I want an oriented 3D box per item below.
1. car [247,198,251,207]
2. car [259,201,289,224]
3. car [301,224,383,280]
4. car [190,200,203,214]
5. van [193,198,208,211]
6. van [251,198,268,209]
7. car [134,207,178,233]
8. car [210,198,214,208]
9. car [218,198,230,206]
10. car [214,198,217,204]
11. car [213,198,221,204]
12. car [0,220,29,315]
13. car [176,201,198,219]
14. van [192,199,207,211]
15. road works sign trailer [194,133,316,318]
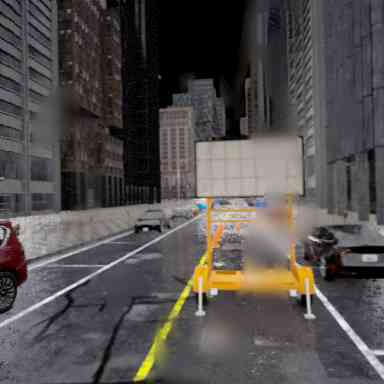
[{"bbox_3d":[11.338,2.043,60.068,1.802,1.307,4.206,-2,-1,8],"label":"car"},{"bbox_3d":[6.721,1.712,26.542,1.887,1.381,4.507,-2,-1,8],"label":"car"},{"bbox_3d":[4.413,1.586,9.779,1.947,1.339,4.313,-2,-1,8],"label":"car"},{"bbox_3d":[-0.208,1.987,38.706,1.752,1.417,4.829,-2,-1,8],"label":"car"},{"bbox_3d":[1.349,1.902,50.052,1.690,1.788,3.998,-2,-1,8],"label":"van"},{"bbox_3d":[9.024,1.655,43.308,1.690,1.788,3.998,-2,-1,8],"label":"van"},{"bbox_3d":[-2.492,1.882,22.110,1.947,1.339,4.313,-2,-1,8],"label":"car"},{"bbox_3d":[2.121,2.049,55.638,1.967,1.590,4.097,-2,-1,8],"label":"car"},{"bbox_3d":[7.281,2.262,72.816,1.994,1.385,4.181,-1,-1,8],"label":"car"},{"bbox_3d":[2.887,1.973,61.229,2.192,1.841,5.009,-2,-1,8],"label":"car"},{"bbox_3d":[6.740,2.445,89.166,1.887,1.381,4.507,-2,-1,8],"label":"car"},{"bbox_3d":[-4.807,1.484,5.350,2.192,1.841,5.009,-2,-1,8],"label":"car"},{"bbox_3d":[-0.954,1.965,33.286,2.008,1.369,4.403,-2,-1,8],"label":"car"},{"bbox_3d":[0.579,1.853,44.464,1.690,1.788,3.998,-2,-1,8],"label":"van"},{"bbox_3d":[1.299,0.526,7.577,2.380,3.560,2.880,-1,-1,8],"label":"road works sign trailer"}]
